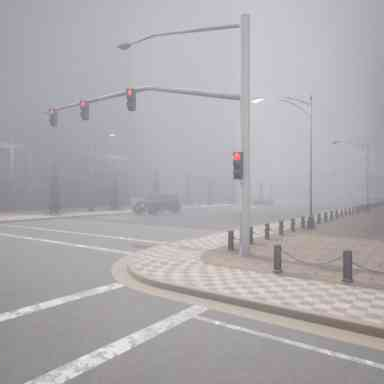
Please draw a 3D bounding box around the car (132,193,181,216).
[{"bbox_3d":[-3.352,1.164,32.705,2.150,2.045,5.566,0,0,36],"label":"car"}]

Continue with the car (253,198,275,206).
[{"bbox_3d":[11.383,1.544,52.964,1.895,1.301,4.718,0,0,36],"label":"car"}]
